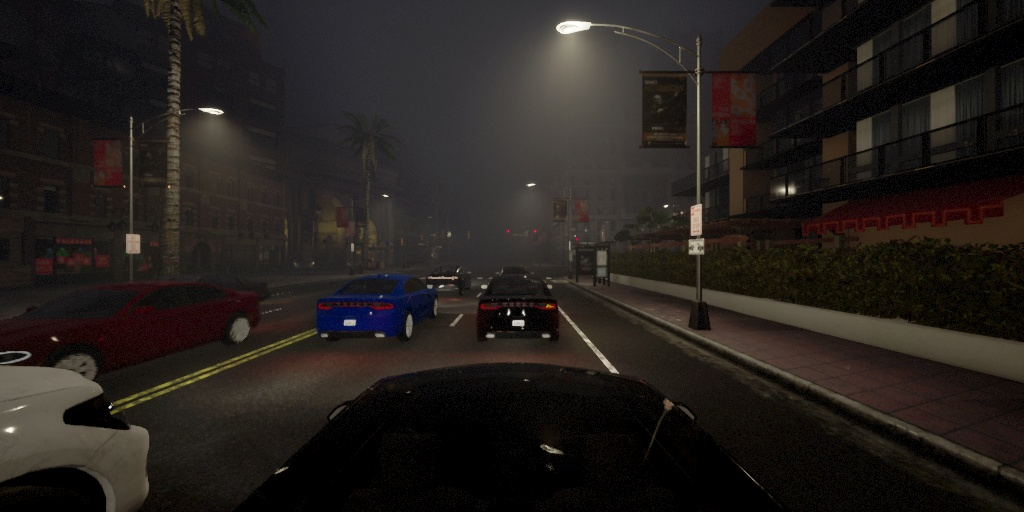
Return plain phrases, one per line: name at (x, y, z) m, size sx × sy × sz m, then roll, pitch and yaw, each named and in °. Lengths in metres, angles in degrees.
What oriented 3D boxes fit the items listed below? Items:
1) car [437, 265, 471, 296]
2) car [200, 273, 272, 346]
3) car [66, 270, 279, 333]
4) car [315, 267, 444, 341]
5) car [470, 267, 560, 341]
car at (-3.331, 1.242, 19.394) m, size 2.128 × 1.511 × 4.902 m, roll 0°, pitch 0°, yaw 0°
car at (-7.078, 1.227, 6.663) m, size 1.882 × 1.535 × 5.008 m, roll 0°, pitch 0°, yaw 0°
car at (-10.551, 1.297, 11.987) m, size 2.033 × 1.411 × 5.357 m, roll 0°, pitch 0°, yaw 0°
car at (-3.359, 1.228, 9.889) m, size 1.882 × 1.535 × 5.008 m, roll 0°, pitch 0°, yaw 0°
car at (0.137, 1.228, 9.854) m, size 1.882 × 1.535 × 5.008 m, roll 0°, pitch 0°, yaw 0°
